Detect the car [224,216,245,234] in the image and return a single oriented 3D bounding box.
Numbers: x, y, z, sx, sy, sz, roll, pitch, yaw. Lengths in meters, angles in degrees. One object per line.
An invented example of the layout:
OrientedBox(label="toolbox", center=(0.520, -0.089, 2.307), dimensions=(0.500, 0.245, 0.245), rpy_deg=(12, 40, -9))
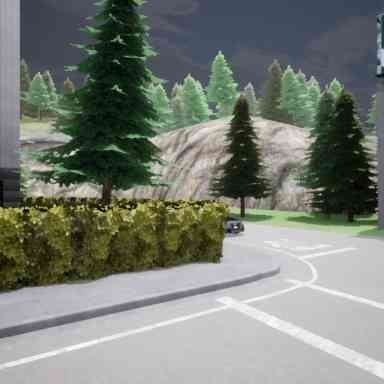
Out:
OrientedBox(label="car", center=(1.029, 1.740, 19.527), dimensions=(1.994, 1.385, 4.181), rpy_deg=(0, 0, -43))
